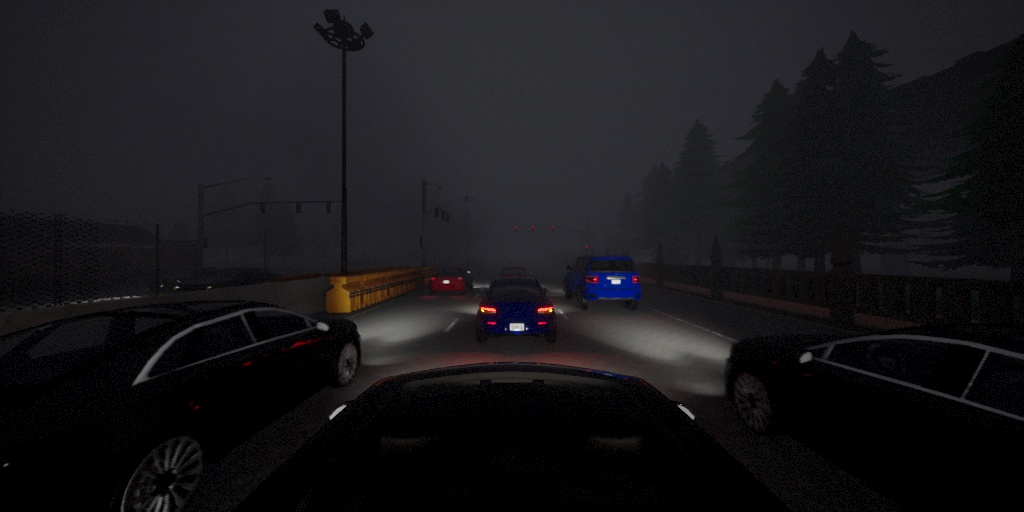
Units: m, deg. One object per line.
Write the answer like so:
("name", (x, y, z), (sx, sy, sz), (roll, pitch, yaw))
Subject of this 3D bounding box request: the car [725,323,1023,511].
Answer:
("car", (3.599, 1.242, 2.566), (2.128, 1.511, 4.902), (0, 0, 0))

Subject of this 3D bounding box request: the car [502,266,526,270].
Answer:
("car", (0.101, 1.276, 19.479), (1.812, 1.442, 4.674), (0, 0, 0))

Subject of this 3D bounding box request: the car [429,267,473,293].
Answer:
("car", (-3.399, 1.314, 20.535), (1.994, 1.385, 4.181), (0, 0, 0))

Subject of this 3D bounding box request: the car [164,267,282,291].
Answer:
("car", (-14.080, 1.297, 18.370), (2.033, 1.411, 5.357), (0, 0, 0))

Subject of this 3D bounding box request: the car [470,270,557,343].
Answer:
("car", (0.094, 1.276, 9.583), (1.812, 1.442, 4.674), (0, 0, 0))

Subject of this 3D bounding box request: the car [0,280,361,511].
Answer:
("car", (-3.401, 1.243, 3.991), (2.128, 1.511, 4.902), (0, 0, 0))

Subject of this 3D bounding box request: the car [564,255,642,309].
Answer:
("car", (3.600, 0.973, 15.083), (2.150, 2.045, 5.566), (0, 0, 0))

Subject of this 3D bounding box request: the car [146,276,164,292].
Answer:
("car", (-17.562, 1.314, 19.946), (1.994, 1.385, 4.181), (0, 0, 0))
